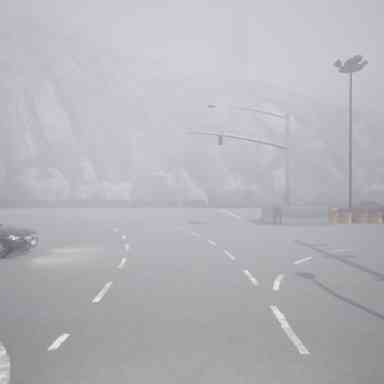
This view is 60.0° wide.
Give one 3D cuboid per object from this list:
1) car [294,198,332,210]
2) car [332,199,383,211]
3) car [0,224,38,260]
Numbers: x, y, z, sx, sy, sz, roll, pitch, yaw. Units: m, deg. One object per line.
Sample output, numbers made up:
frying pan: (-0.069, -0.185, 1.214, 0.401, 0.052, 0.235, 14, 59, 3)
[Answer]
car: (15.308, 1.461, 41.021, 5.357, 1.411, 2.033, 0, 0, -3)
car: (15.597, 1.500, 30.522, 4.181, 1.385, 1.994, 0, 0, -3)
car: (-7.894, 1.501, 11.587, 4.674, 1.442, 1.812, 0, 0, -3)
